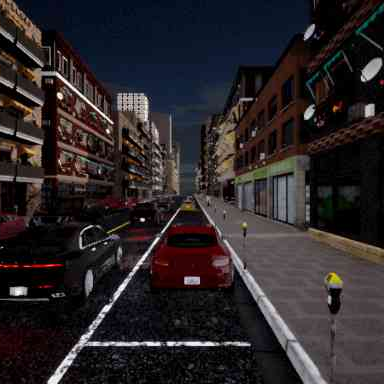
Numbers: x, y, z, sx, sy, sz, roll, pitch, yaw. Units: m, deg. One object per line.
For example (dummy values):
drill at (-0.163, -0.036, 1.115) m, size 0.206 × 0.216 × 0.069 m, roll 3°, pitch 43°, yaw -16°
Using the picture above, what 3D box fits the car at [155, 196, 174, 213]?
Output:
car at (-3.047, 1.491, 36.471) m, size 2.128 × 1.511 × 4.902 m, roll 0°, pitch 0°, yaw 0°

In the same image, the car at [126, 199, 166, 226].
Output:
car at (-3.145, 1.505, 23.597) m, size 1.837 × 1.490 × 4.892 m, roll 0°, pitch 0°, yaw 0°

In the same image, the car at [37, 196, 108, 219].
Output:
car at (-6.246, 1.222, 17.196) m, size 2.150 × 2.045 × 5.566 m, roll 0°, pitch 0°, yaw 0°

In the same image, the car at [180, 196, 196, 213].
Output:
car at (-0.454, 1.525, 37.323) m, size 1.752 × 1.417 × 4.829 m, roll 0°, pitch 0°, yaw 0°

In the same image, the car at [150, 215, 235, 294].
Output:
car at (0.004, 1.526, 8.649) m, size 1.812 × 1.442 × 4.674 m, roll 0°, pitch 0°, yaw 0°

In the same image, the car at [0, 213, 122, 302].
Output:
car at (-3.046, 1.505, 8.282) m, size 1.837 × 1.490 × 4.892 m, roll 0°, pitch 0°, yaw 0°

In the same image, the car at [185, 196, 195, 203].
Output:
car at (-0.453, 1.545, 70.970) m, size 2.008 × 1.369 × 4.403 m, roll 0°, pitch 0°, yaw 0°

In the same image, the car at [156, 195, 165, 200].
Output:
car at (-8.834, 1.539, 93.519) m, size 2.008 × 1.369 × 4.403 m, roll 0°, pitch 0°, yaw 0°

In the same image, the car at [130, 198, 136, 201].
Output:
car at (-8.834, 1.439, 42.793) m, size 1.967 × 1.590 × 4.097 m, roll 0°, pitch 0°, yaw 0°

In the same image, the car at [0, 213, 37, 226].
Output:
car at (-8.835, 1.583, 14.612) m, size 1.802 × 1.307 × 4.206 m, roll 0°, pitch 0°, yaw 0°

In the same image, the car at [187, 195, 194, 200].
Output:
car at (-0.452, 1.513, 93.685) m, size 1.752 × 1.417 × 4.829 m, roll 0°, pitch 0°, yaw 0°

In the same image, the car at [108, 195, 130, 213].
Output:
car at (-8.833, 1.314, 37.157) m, size 2.192 × 1.841 × 5.009 m, roll 0°, pitch 0°, yaw 0°
